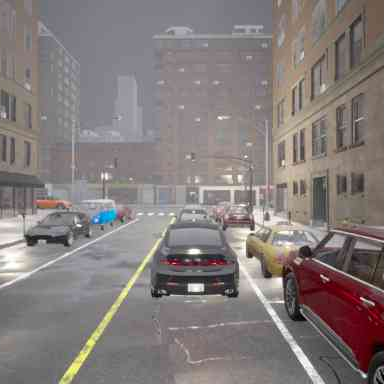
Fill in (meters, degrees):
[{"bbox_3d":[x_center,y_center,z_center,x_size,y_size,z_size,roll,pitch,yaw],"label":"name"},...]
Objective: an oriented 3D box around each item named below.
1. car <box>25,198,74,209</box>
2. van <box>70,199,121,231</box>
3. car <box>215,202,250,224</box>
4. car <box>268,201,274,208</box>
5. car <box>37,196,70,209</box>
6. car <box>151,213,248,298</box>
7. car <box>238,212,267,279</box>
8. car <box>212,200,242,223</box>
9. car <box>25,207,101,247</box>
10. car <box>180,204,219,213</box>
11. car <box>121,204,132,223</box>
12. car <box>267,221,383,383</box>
[{"bbox_3d":[-18.015,1.456,42.307,5.357,1.411,2.033,0,-1,0],"label":"car"},{"bbox_3d":[-5.865,1.364,20.677,1.690,1.788,3.998,1,0,0],"label":"van"},{"bbox_3d":[2.659,1.463,20.683,1.967,1.590,4.097,1,0,0],"label":"car"},{"bbox_3d":[13.420,1.578,48.838,4.553,1.767,2.097,0,-1,0],"label":"car"},{"bbox_3d":[-16.417,1.235,39.051,4.553,1.767,2.097,0,-1,0],"label":"car"},{"bbox_3d":[0.041,1.512,8.537,1.837,1.490,4.892,0,0,-1],"label":"car"},{"bbox_3d":[2.668,1.534,9.888,1.752,1.417,4.829,1,0,0],"label":"car"},{"bbox_3d":[2.655,1.471,26.166,1.967,1.590,4.097,1,0,0],"label":"car"},{"bbox_3d":[-5.863,1.581,15.195,1.947,1.339,4.313,1,0,0],"label":"car"},{"bbox_3d":[0.086,1.543,15.991,1.812,1.442,4.674,0,0,0],"label":"car"},{"bbox_3d":[-5.872,1.576,26.160,1.887,1.381,4.507,1,0,0],"label":"car"},{"bbox_3d":[2.675,1.318,4.235,2.192,1.841,5.009,1,0,0],"label":"car"}]
